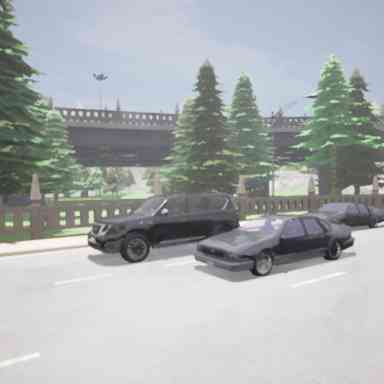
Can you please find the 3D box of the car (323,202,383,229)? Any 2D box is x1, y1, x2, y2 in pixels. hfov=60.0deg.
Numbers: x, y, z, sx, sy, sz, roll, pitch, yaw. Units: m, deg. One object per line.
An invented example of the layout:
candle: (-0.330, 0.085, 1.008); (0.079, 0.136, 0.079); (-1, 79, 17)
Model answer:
car: (7.887, 1.224, 17.319); (5.357, 1.411, 2.033); (-1, 1, -31)

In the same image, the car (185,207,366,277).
car: (2.677, 1.389, 9.968); (5.357, 1.411, 2.033); (-1, 1, -34)

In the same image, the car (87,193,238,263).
car: (-0.784, 1.091, 11.847); (5.566, 2.045, 2.150); (-1, 1, -34)
